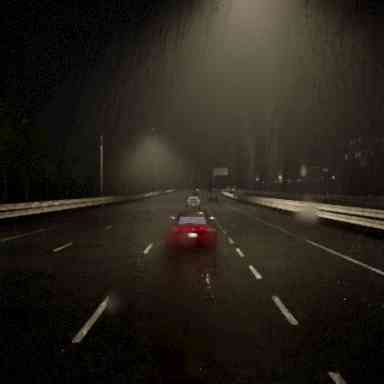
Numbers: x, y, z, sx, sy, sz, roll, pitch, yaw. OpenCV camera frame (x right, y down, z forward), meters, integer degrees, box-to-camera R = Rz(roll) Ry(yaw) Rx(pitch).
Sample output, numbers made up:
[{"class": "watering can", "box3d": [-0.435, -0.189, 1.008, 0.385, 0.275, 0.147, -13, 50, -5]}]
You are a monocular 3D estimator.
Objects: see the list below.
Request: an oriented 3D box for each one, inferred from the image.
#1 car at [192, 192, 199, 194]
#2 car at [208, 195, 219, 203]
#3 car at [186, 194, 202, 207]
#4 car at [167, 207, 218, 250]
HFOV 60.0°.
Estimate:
[{"class": "car", "box3d": [0.427, 1.288, 62.775, 2.033, 1.411, 5.357, 0, 0, 1]}, {"class": "car", "box3d": [4.025, 1.235, 62.524, 2.128, 1.511, 4.902, 0, 0, 1]}, {"class": "car", "box3d": [0.215, 1.372, 44.251, 1.812, 1.442, 4.674, 0, 0, 1]}, {"class": "car", "box3d": [0.024, 1.550, 14.267, 1.994, 1.385, 4.181, 0, 0, 0]}]
